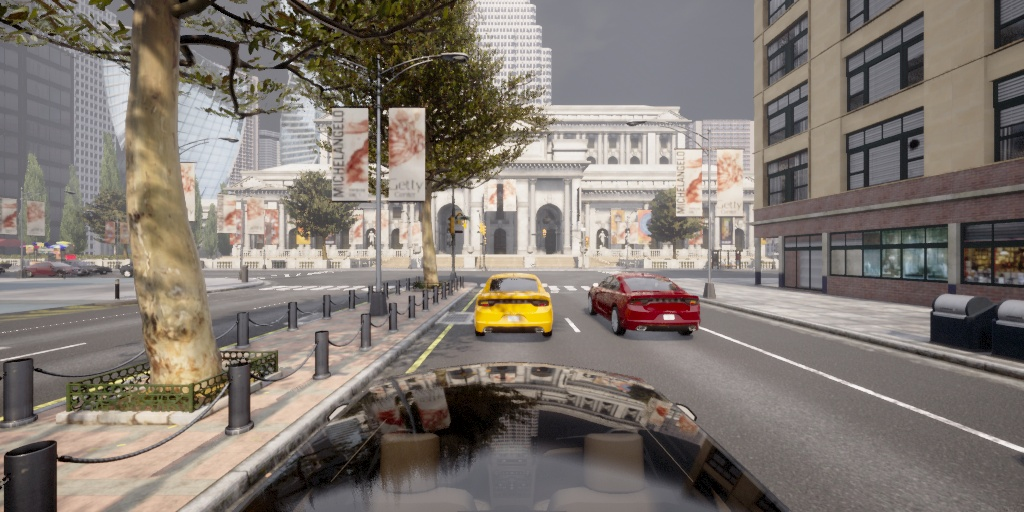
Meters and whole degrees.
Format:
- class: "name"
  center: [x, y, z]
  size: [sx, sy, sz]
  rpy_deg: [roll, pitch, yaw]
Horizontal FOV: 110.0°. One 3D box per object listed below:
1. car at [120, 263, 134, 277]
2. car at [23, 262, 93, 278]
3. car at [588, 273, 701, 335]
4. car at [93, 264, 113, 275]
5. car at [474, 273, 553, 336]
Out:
- class: "car"
  center: [-34.180, 1.255, 34.044]
  size: [4.892, 1.490, 1.837]
  rpy_deg: [0, 0, 0]
- class: "car"
  center: [-43.379, 1.276, 34.012]
  size: [4.674, 1.442, 1.812]
  rpy_deg: [0, 0, -1]
- class: "car"
  center: [3.557, 1.228, 10.560]
  size: [1.882, 1.535, 5.008]
  rpy_deg: [0, 0, 0]
- class: "car"
  center: [-45.302, 1.297, 37.505]
  size: [5.357, 1.411, 2.033]
  rpy_deg: [0, 0, 0]
- class: "car"
  center: [0.055, 1.228, 10.381]
  size: [1.882, 1.535, 5.008]
  rpy_deg: [0, 0, 1]
